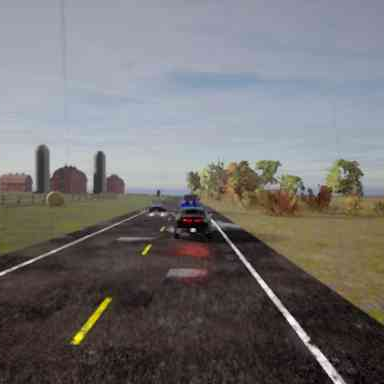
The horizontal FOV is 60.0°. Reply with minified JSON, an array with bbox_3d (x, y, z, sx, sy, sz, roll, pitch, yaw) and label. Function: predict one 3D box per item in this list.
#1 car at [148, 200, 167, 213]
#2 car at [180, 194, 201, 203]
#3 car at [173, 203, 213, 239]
[{"bbox_3d":[-3.839,1.608,38.218,2.033,1.411,5.357,0,0,-1],"label":"car"},{"bbox_3d":[-0.138,1.267,37.286,2.150,2.045,5.566,0,-2,-1],"label":"car"},{"bbox_3d":[0.041,1.527,17.555,1.837,1.490,4.892,0,-1,0],"label":"car"}]
